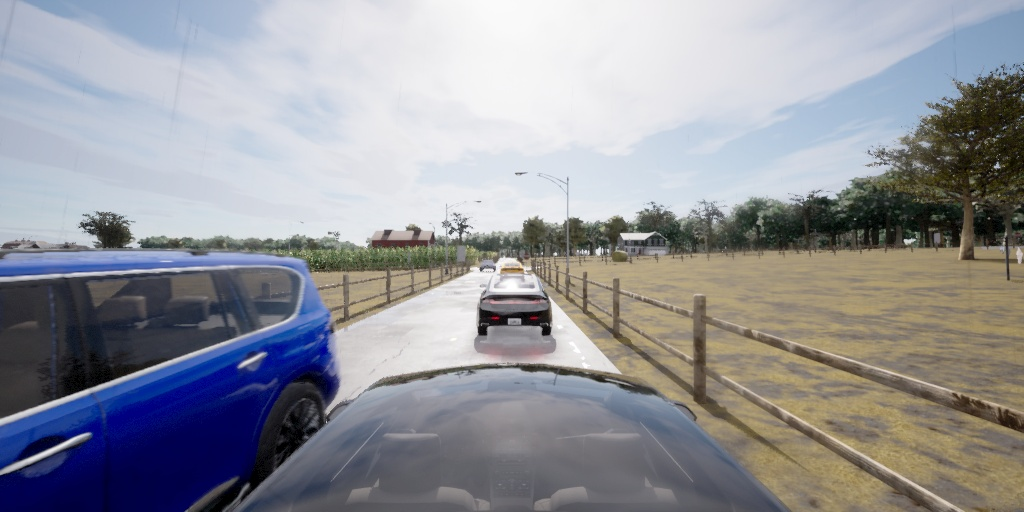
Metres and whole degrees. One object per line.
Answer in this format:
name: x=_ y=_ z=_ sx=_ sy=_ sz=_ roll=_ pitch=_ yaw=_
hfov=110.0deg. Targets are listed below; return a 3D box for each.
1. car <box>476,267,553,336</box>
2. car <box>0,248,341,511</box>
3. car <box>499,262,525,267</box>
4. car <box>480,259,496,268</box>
car: x=0.065 y=1.241 z=10.389 sx=2.128 sy=1.511 sz=4.902 roll=0 pitch=0 yaw=0
car: x=-2.846 y=0.971 z=1.498 sx=2.150 sy=2.045 sz=5.566 roll=0 pitch=0 yaw=0
car: x=0.006 y=1.194 z=29.046 sx=1.882 sy=1.535 sz=5.008 roll=0 pitch=0 yaw=0
car: x=-2.898 y=1.116 z=43.903 sx=1.812 sy=1.442 sz=4.674 roll=0 pitch=0 yaw=0
